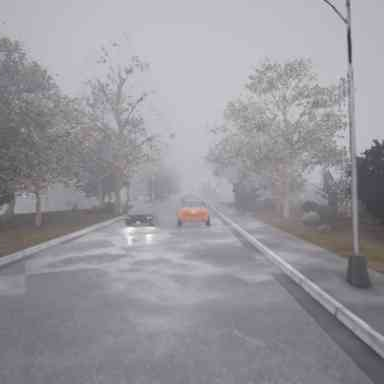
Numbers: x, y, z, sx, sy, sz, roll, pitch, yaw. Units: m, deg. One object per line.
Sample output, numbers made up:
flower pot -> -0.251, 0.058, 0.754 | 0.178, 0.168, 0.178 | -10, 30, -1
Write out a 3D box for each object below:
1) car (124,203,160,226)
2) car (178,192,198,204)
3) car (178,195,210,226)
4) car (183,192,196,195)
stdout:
car -> -3.319, 1.500, 23.170 | 2.033, 1.411, 5.357 | 0, 0, 0
car -> -0.684, 1.106, 64.032 | 2.150, 2.045, 5.566 | -2, 0, 17
car -> 0.131, 1.304, 23.338 | 2.097, 1.767, 4.553 | 0, 0, 0
car -> 0.178, 1.265, 41.734 | 2.097, 1.767, 4.553 | 0, 0, 1
